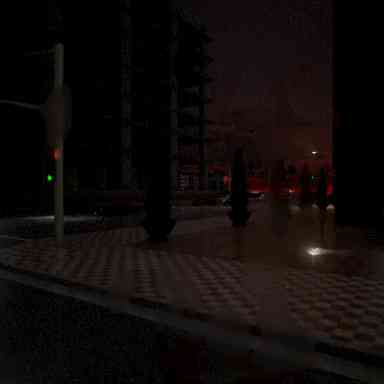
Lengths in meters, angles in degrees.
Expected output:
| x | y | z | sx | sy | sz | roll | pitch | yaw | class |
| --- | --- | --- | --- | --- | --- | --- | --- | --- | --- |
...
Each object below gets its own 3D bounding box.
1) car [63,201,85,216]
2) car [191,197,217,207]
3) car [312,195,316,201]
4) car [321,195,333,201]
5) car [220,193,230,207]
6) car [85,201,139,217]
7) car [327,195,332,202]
| x | y | z | sx | sy | sz | roll | pitch | yaw | class |
| --- | --- | --- | --- | --- | --- | --- | --- | --- | --- |
| -11.028 | 1.564 | 32.035 | 1.994 | 1.385 | 4.181 | 0 | 0 | 35 | car |
| 1.848 | 1.477 | 50.483 | 1.882 | 1.535 | 5.008 | 0 | 0 | 35 | car |
| 28.553 | 1.470 | 76.513 | 1.882 | 1.535 | 5.008 | 0 | 0 | 35 | car |
| 34.503 | 1.418 | 85.069 | 1.812 | 1.442 | 4.674 | 0 | 0 | 35 | car |
| 6.510 | 1.351 | 51.014 | 2.097 | 1.767 | 4.553 | 0 | 0 | 35 | car |
| -7.295 | 1.601 | 31.273 | 1.895 | 1.301 | 4.718 | 0 | 0 | 35 | car |
| 31.665 | 1.544 | 74.857 | 1.994 | 1.385 | 4.181 | 0 | 0 | 35 | car |
